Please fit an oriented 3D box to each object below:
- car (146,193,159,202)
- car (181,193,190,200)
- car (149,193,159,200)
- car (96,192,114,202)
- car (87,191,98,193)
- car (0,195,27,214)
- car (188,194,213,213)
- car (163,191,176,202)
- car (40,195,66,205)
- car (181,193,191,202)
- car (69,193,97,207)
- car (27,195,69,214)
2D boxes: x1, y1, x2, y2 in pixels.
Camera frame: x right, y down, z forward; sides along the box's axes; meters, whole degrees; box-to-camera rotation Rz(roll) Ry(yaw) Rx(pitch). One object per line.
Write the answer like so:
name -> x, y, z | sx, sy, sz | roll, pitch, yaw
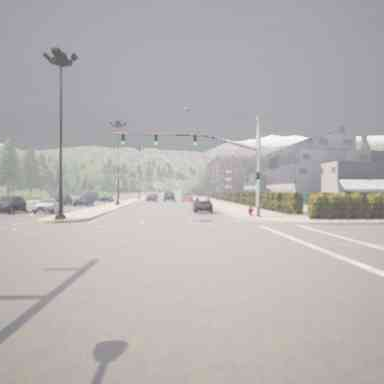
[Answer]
car -> -7.878, 1.185, 64.452 | 2.033, 1.411, 5.357 | 0, 0, -3
car -> -1.488, 0.948, 75.145 | 1.837, 1.490, 4.892 | 0, 0, -3
car -> -8.476, 0.968, 74.734 | 2.033, 1.411, 5.357 | 0, 0, -3
car -> -15.727, 1.230, 61.246 | 1.895, 1.301, 4.718 | 0, 0, -3
car -> -19.393, 0.822, 64.395 | 2.150, 2.045, 5.566 | 0, 0, -3
car -> -17.436, 1.132, 31.474 | 2.097, 1.767, 4.553 | 0, 0, -4
car -> 1.031, 1.317, 33.973 | 2.128, 1.511, 4.902 | 0, 0, -4
car -> -4.360, 0.872, 64.268 | 2.150, 2.045, 5.566 | 0, 0, -3
car -> -22.277, 1.196, 53.537 | 2.033, 1.411, 5.357 | 0, 0, -3
car -> -0.905, 1.008, 65.131 | 2.097, 1.767, 4.553 | 0, 0, -3
car -> -14.824, 1.278, 45.520 | 1.994, 1.385, 4.181 | 0, 0, -3
car -> -14.008, 1.310, 32.698 | 1.812, 1.442, 4.674 | 0, 1, -4
